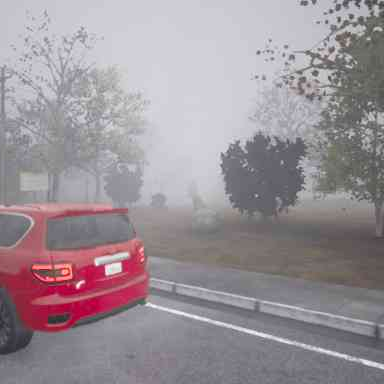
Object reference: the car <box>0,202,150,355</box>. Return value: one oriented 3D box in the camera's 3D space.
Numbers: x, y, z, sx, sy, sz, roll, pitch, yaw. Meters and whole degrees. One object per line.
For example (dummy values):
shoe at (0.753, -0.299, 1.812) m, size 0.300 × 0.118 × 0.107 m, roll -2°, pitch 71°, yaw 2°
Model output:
car at (-3.316, 1.218, 6.346) m, size 5.566 × 2.045 × 2.150 m, roll -1°, pitch 0°, yaw 35°
